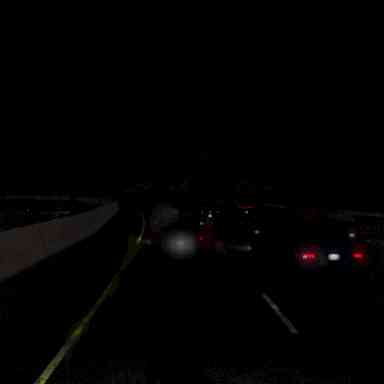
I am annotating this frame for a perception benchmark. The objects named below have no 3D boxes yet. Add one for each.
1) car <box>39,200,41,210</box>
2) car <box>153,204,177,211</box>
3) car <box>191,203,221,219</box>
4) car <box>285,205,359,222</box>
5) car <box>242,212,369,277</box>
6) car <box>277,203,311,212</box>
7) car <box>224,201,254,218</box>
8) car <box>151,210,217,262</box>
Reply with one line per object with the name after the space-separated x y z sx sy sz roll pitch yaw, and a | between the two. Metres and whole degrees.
-19.095 1.655 39.930 2.033 1.411 5.357 0 0 -14 | car
-2.380 1.661 28.708 1.895 1.301 4.718 0 0 -9 | car
1.109 1.657 29.072 1.895 1.301 4.718 0 0 -9 | car
6.284 1.547 15.755 1.812 1.442 4.674 0 0 -5 | car
3.180 1.563 10.248 2.033 1.411 5.357 0 0 -3 | car
8.553 1.587 26.617 2.033 1.411 5.357 0 0 -8 | car
4.324 1.546 31.075 2.128 1.511 4.902 0 0 -9 | car
-0.468 1.589 12.274 1.994 1.385 4.181 0 0 -4 | car
